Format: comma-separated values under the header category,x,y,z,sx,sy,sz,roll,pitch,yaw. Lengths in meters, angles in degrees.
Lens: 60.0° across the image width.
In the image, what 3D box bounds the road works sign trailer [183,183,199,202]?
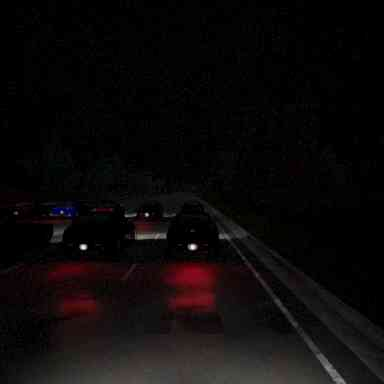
category,x,y,z,sx,sy,sz,roll,pitch,yaw
road works sign trailer,-0.086,0.413,53.526,2.380,3.560,2.880,0,0,0

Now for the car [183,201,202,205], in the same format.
category,x,y,z,sx,sy,sz,roll,pitch,yaw
car,0.042,1.465,28.050,2.128,1.511,4.902,0,0,1

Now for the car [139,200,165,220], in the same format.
category,x,y,z,sx,sy,sz,roll,pitch,yaw
car,-3.457,1.479,28.086,1.837,1.490,4.892,0,0,1

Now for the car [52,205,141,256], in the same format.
category,x,y,z,sx,sy,sz,roll,pitch,yaw
car,-3.458,1.493,13.083,1.837,1.490,4.892,0,0,1

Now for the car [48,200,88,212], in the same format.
category,x,y,z,sx,sy,sz,roll,pitch,yaw
car,-10.448,1.449,29.239,1.882,1.535,5.008,0,0,0

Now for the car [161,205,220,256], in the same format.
category,x,y,z,sx,sy,sz,roll,pitch,yaw
car,0.043,1.493,13.089,1.837,1.490,4.892,0,0,1

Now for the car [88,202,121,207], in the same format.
category,x,y,z,sx,sy,sz,roll,pitch,yaw
car,-6.955,1.538,28.155,1.994,1.385,4.181,0,0,0

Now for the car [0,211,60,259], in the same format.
category,x,y,z,sx,sy,sz,roll,pitch,yaw
car,-6.965,1.589,12.439,1.895,1.301,4.718,0,0,1

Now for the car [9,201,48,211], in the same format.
category,x,y,z,sx,sy,sz,roll,pitch,yaw
car,-13.950,1.498,28.739,1.812,1.442,4.674,0,0,1
